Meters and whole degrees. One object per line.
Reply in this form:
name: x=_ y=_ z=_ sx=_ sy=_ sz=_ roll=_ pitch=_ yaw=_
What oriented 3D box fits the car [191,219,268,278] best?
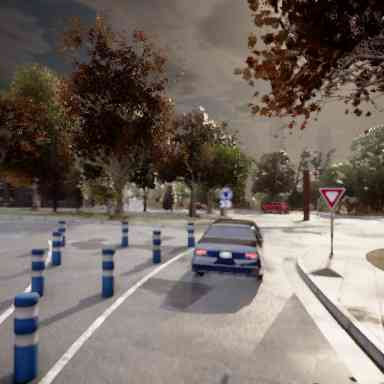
car: x=1.304 y=1.546 z=10.222 sx=2.033 sy=1.411 sz=5.357 roll=2 pitch=0 yaw=12

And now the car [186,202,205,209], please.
car: x=0.802 y=3.386 z=81.655 sx=2.097 sy=1.767 sz=4.553 roll=0 pitch=-4 yaw=-16

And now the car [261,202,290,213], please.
car: x=15.624 y=2.896 z=62.517 sx=2.150 sy=2.045 sz=5.566 roll=0 pitch=0 yaw=-42
